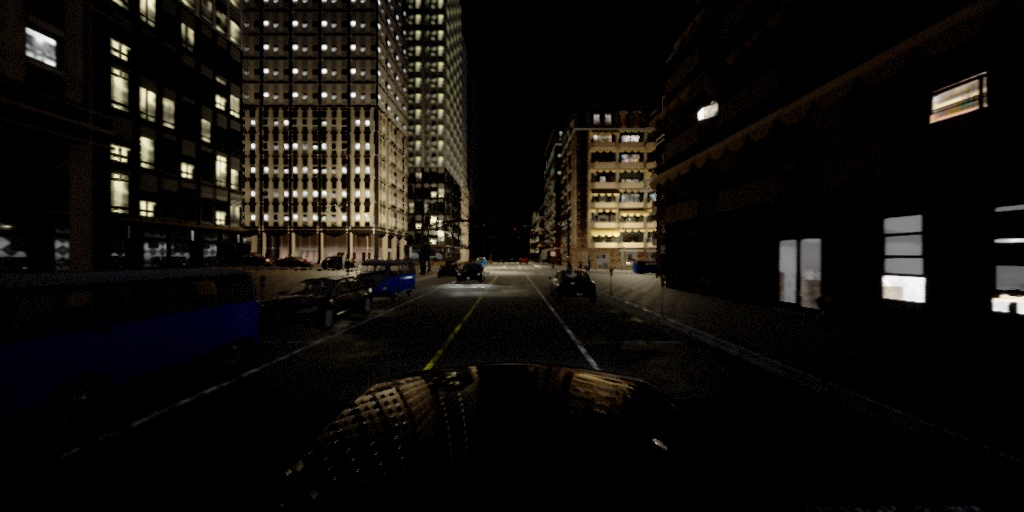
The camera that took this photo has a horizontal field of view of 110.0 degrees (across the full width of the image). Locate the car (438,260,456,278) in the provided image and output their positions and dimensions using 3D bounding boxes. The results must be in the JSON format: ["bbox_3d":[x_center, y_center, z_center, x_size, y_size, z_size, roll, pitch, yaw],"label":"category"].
[{"bbox_3d":[-5.677,1.189,33.484,1.967,1.591,4.097,0,0,0],"label":"car"}]

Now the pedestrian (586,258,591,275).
[{"bbox_3d":[8.150,1.081,38.213,0.375,1.860,0.375,0,0,0],"label":"pedestrian"}]

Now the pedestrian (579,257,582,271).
[{"bbox_3d":[7.150,1.056,37.613,0.375,1.860,0.375,0,0,0],"label":"pedestrian"}]

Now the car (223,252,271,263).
[{"bbox_3d":[-32.278,0.482,44.236,5.009,1.841,2.192,0,0,0],"label":"car"}]

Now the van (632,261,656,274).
[{"bbox_3d":[16.930,1.452,44.191,3.998,1.789,1.690,0,0,0],"label":"van"}]

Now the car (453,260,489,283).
[{"bbox_3d":[-3.066,1.274,27.638,1.812,1.442,4.674,0,0,0],"label":"car"}]

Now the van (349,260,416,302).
[{"bbox_3d":[-5.683,1.089,16.538,1.690,1.789,3.998,0,0,0],"label":"van"}]

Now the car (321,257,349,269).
[{"bbox_3d":[-21.129,0.820,44.257,4.097,1.591,1.967,0,0,0],"label":"car"}]

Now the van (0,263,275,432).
[{"bbox_3d":[-5.688,1.091,5.241,1.690,1.789,3.998,0,0,0],"label":"van"}]

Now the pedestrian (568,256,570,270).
[{"bbox_3d":[6.151,0.891,38.813,0.375,1.860,0.375,0,0,0],"label":"pedestrian"}]

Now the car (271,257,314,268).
[{"bbox_3d":[-26.703,0.856,44.246,4.207,1.307,1.802,0,0,0],"label":"car"}]

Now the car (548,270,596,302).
[{"bbox_3d":[2.697,1.298,16.534,2.007,1.370,4.403,0,0,0],"label":"car"}]

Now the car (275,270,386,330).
[{"bbox_3d":[-5.686,1.299,10.889,2.007,1.370,4.403,0,0,0],"label":"car"}]
